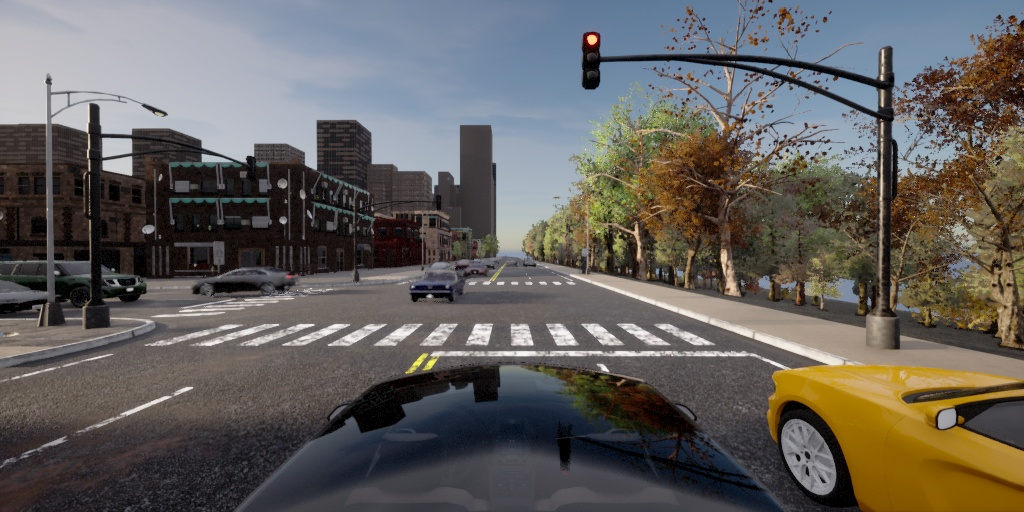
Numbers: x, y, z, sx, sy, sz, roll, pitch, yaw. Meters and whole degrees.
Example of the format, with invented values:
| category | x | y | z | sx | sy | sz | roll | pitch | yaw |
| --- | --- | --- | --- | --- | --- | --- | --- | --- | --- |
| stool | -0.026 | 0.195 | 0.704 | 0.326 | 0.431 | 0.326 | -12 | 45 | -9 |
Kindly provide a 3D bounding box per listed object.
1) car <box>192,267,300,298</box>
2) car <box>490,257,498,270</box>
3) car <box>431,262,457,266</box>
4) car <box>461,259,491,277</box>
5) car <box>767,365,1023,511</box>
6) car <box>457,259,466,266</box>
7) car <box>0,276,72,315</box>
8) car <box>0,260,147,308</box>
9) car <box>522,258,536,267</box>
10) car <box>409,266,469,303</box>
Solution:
| category | x | y | z | sx | sy | sz | roll | pitch | yaw |
| --- | --- | --- | --- | --- | --- | --- | --- | --- | --- |
| car | -14.196 | 1.358 | 19.317 | 4.902 | 1.511 | 2.128 | -1 | 1 | -8 |
| car | -3.393 | 1.236 | 51.922 | 1.837 | 1.490 | 4.892 | 0 | 0 | 0 |
| car | -6.628 | 1.266 | 33.326 | 1.812 | 1.442 | 4.674 | 0 | 0 | 0 |
| car | -3.382 | 1.304 | 34.558 | 1.994 | 1.385 | 4.181 | 0 | 0 | 0 |
| car | 3.351 | 1.228 | 1.351 | 1.882 | 1.535 | 5.008 | 0 | 0 | 0 |
| car | -6.642 | 1.210 | 50.350 | 1.882 | 1.535 | 5.008 | 0 | 0 | 0 |
| car | -19.958 | 1.564 | 13.458 | 4.313 | 1.339 | 1.948 | 0 | 0 | 0 |
| car | -20.010 | 1.194 | 16.159 | 5.566 | 2.045 | 2.150 | -1 | 1 | 0 |
| car | 3.282 | 1.290 | 64.455 | 1.994 | 1.385 | 4.181 | 0 | 0 | 1 |
| car | -3.366 | 1.347 | 16.907 | 1.895 | 1.301 | 4.718 | 0 | 0 | 0 |
